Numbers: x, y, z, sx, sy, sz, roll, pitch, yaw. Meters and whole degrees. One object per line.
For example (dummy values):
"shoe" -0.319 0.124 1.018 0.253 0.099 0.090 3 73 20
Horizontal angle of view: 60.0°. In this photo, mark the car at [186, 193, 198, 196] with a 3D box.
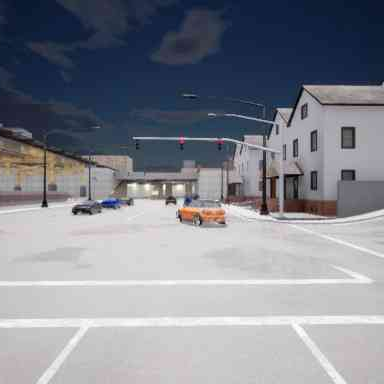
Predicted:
"car" -0.017 1.221 48.212 2.150 2.045 5.566 0 0 0

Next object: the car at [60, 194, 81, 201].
"car" -32.686 1.452 89.596 2.038 1.542 4.974 0 0 28

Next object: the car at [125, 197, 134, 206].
"car" -10.718 1.526 54.343 1.812 1.442 4.674 0 0 0

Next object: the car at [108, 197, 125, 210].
"car" -10.703 1.478 44.068 1.882 1.535 5.008 0 0 0

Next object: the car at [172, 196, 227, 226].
"car" 0.586 1.361 23.751 2.097 1.767 4.553 1 0 -25

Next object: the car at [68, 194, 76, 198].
"car" -31.884 1.452 84.231 2.038 1.542 4.974 0 0 -37

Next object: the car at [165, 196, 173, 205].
"car" -3.641 1.505 58.578 1.837 1.490 4.892 0 0 0

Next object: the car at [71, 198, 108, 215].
"car" -10.683 1.547 34.345 2.033 1.411 5.357 0 0 0

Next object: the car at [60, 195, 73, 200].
"car" -31.915 1.295 84.273 1.853 1.218 4.536 0 0 -37
